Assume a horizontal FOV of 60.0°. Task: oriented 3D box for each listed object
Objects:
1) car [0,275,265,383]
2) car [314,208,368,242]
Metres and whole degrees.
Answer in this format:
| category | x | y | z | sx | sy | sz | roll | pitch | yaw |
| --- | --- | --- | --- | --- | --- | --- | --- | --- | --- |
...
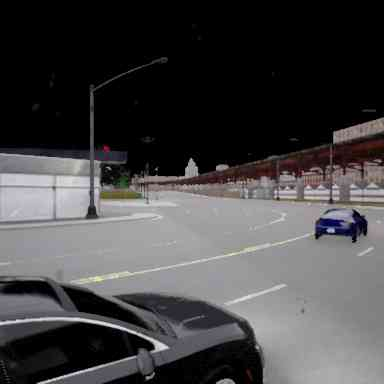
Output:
| category | x | y | z | sx | sy | sz | roll | pitch | yaw |
| --- | --- | --- | --- | --- | --- | --- | --- | --- | --- |
| car | -1.484 | 1.506 | 2.711 | 4.892 | 1.490 | 1.837 | 0 | 0 | -36 |
| car | 7.461 | 1.526 | 16.532 | 1.812 | 1.442 | 4.674 | 0 | 0 | 35 |
